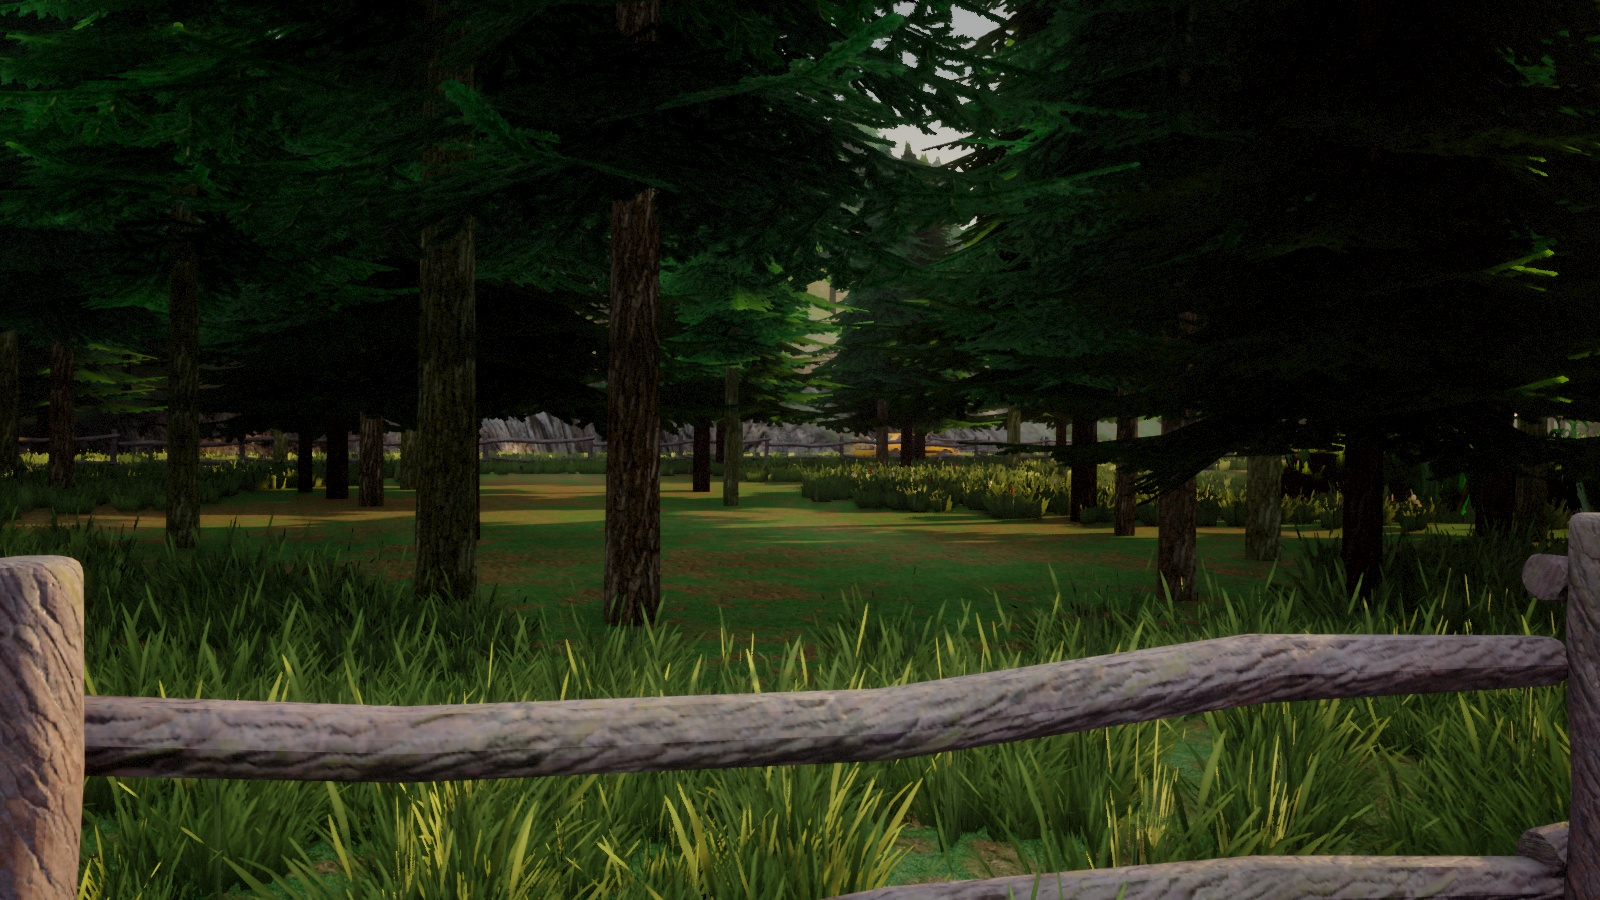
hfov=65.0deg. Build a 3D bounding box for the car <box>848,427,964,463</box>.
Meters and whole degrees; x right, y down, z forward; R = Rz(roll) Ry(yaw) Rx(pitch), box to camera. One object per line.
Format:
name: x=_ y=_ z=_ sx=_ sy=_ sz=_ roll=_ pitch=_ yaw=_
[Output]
car: x=5.038 y=-0.259 z=59.504 sx=5.366 sy=1.575 sz=1.801 roll=-1 pitch=1 yaw=-29
